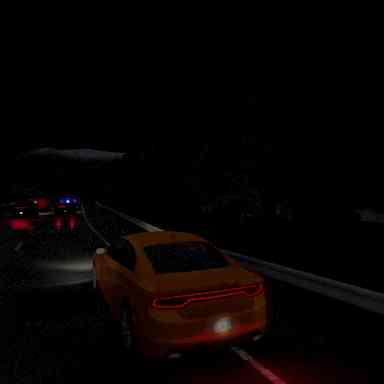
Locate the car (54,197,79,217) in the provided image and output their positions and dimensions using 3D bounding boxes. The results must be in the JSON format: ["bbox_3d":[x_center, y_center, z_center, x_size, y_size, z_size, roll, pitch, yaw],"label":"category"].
[{"bbox_3d":[-11.933,1.491,31.535,2.128,1.511,4.902,0,0,-19],"label":"car"}]

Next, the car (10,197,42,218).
[{"bbox_3d":[-15.108,1.505,30.147,1.837,1.490,4.892,0,0,-19],"label":"car"}]

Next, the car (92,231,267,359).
[{"bbox_3d":[-0.658,1.478,6.299,1.882,1.535,5.008,0,0,-25],"label":"car"}]

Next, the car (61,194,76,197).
[{"bbox_3d":[-15.353,1.221,41.433,2.150,2.045,5.566,0,0,-18],"label":"car"}]

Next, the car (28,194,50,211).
[{"bbox_3d":[-18.519,1.221,40.041,2.150,2.045,5.566,0,0,-19],"label":"car"}]
